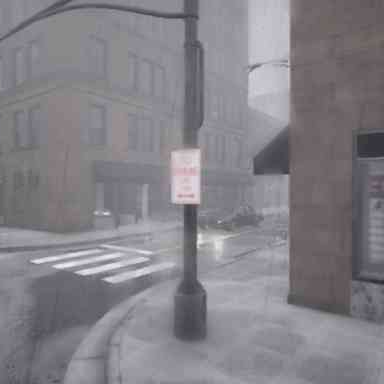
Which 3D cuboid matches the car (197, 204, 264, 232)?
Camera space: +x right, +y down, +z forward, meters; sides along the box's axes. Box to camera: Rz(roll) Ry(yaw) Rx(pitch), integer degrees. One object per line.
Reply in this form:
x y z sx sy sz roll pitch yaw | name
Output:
2.320 1.380 19.118 2.033 1.411 5.357 0 1 37 | car
